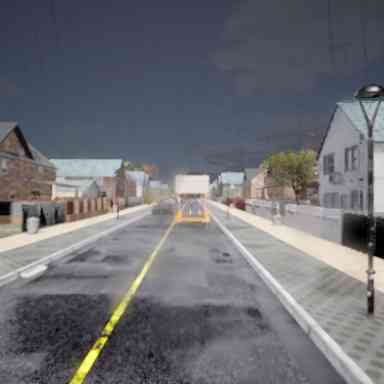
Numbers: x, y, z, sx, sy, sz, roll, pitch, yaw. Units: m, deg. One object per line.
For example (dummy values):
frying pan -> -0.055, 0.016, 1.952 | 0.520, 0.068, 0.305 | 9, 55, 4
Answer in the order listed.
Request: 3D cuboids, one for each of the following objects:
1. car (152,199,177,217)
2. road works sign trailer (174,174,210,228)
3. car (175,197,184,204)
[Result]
car -> -2.837, 1.686, 33.355 | 1.994, 1.385, 4.181 | 0, 0, 0
road works sign trailer -> 0.016, 0.539, 22.674 | 2.380, 3.560, 2.880 | 0, 0, 0
car -> -2.739, 1.788, 74.601 | 2.128, 1.511, 4.902 | 0, 0, 0
